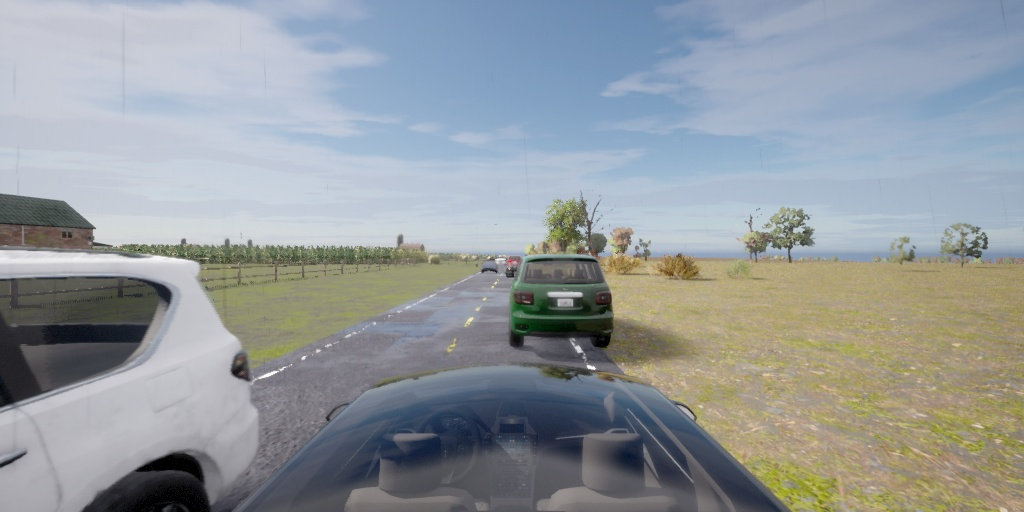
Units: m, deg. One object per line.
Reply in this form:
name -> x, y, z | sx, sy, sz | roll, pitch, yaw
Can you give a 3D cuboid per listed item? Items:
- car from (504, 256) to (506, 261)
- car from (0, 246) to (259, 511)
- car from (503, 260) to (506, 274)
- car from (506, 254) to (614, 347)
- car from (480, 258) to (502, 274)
car -> 0.373, 0.963, 48.796 | 2.150, 2.045, 5.566 | 0, 0, 1
car -> -2.854, 0.972, 0.182 | 2.150, 2.045, 5.566 | 0, 0, 0
car -> 0.348, 1.344, 38.481 | 1.895, 1.301, 4.718 | 0, 0, 1
car -> 1.025, 0.973, 9.442 | 2.150, 2.045, 5.566 | 0, 0, 0
car -> -2.562, 1.290, 41.605 | 2.033, 1.411, 5.357 | 0, 0, 0
